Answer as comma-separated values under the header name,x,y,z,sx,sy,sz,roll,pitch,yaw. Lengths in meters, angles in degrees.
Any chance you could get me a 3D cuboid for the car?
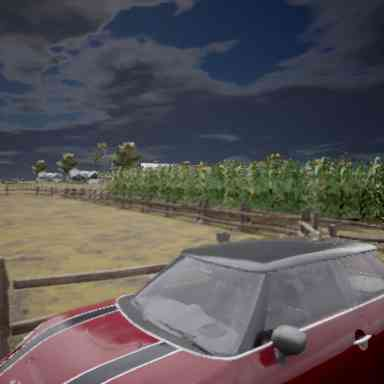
name,x,y,z,sx,sy,sz,roll,pitch,yaw
car,0.474,1.357,3.408,4.553,1.767,2.097,0,0,-35
